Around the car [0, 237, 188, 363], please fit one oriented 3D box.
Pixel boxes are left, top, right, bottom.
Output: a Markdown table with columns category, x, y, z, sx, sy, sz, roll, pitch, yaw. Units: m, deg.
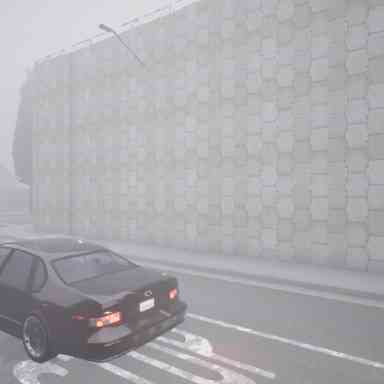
| category | x | y | z | sx | sy | sz | roll | pitch | yaw |
| --- | --- | --- | --- | --- | --- | --- | --- | --- | --- |
| car | -2.648 | 1.547 | 5.865 | 5.357 | 1.411 | 2.033 | 0 | 0 | 35 |
